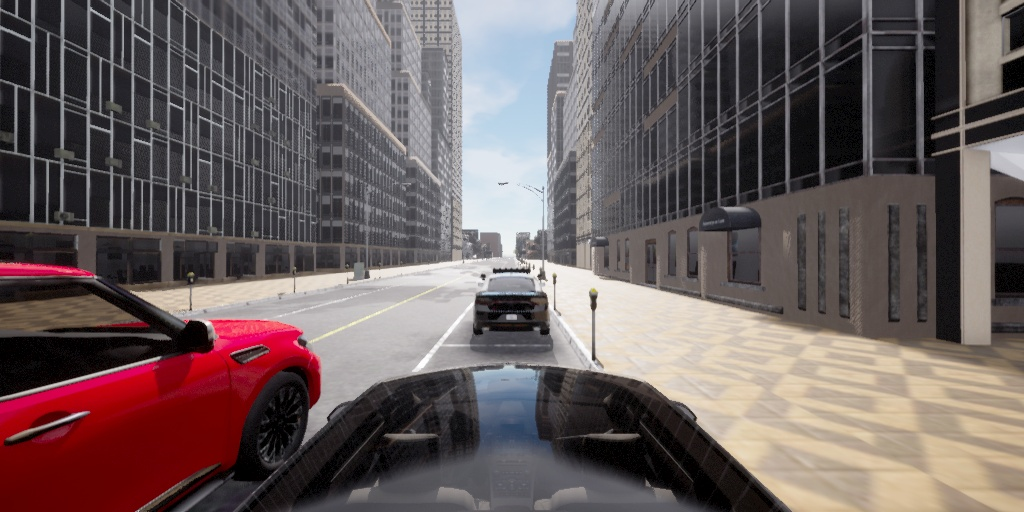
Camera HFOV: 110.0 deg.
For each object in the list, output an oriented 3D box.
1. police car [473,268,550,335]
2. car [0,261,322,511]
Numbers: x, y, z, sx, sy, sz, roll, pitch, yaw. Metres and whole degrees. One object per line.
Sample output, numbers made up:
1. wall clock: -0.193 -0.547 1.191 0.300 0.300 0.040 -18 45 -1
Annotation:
1. police car: -0.012 1.164 10.609 1.930 1.638 5.238 0 0 0
2. car: -3.145 0.980 1.530 2.150 2.045 5.566 0 0 0
